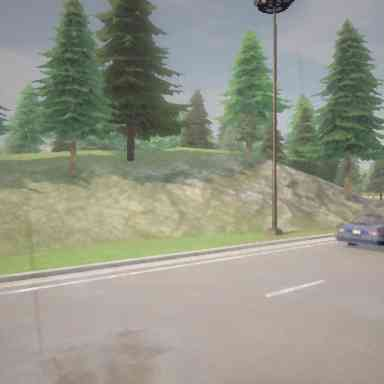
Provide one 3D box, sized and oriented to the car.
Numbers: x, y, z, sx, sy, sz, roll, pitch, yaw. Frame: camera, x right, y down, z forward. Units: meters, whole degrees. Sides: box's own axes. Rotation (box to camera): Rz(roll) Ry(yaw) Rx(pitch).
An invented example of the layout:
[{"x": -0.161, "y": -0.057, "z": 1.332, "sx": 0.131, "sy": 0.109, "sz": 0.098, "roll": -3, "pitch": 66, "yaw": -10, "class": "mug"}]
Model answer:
[{"x": 8.276, "y": 1.560, "z": 14.071, "sx": 5.357, "sy": 1.411, "sz": 2.033, "roll": 0, "pitch": 0, "yaw": -35, "class": "car"}]
